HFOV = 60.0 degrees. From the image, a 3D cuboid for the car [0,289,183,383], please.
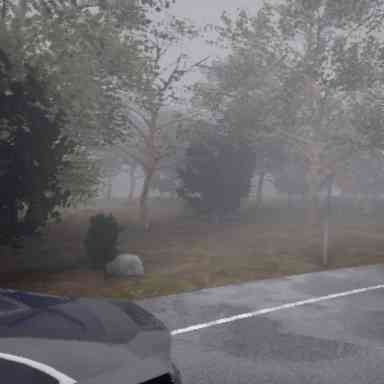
[{"bbox_3d":[-2.330,1.463,1.753,4.902,1.511,2.128,0,0,-35],"label":"car"}]
